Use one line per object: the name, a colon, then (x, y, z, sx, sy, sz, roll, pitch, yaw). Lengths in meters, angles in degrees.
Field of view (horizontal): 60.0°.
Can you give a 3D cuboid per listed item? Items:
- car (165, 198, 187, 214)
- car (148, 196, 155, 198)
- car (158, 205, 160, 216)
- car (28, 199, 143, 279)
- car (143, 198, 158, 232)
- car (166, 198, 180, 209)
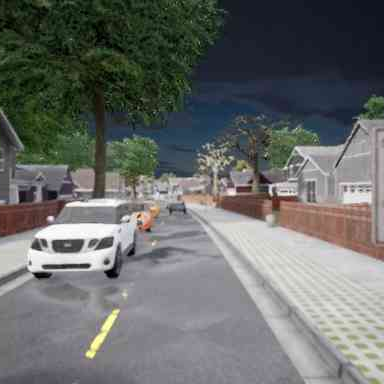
car: (-1.627, 1.603, 36.822, 2.128, 1.511, 4.902, 0, 0, -5)
car: (-9.191, 1.692, 74.414, 1.994, 1.385, 4.181, 0, 0, -9)
car: (-4.057, 1.591, 31.027, 1.882, 1.535, 5.008, 0, 0, -4)
car: (-3.073, 1.277, 10.618, 2.150, 2.045, 5.566, 0, 0, -2)
car: (-3.477, 1.440, 20.685, 2.097, 1.767, 4.553, 0, 0, -3)
car: (-2.758, 1.659, 48.380, 1.812, 1.442, 4.674, 0, 0, -6)
